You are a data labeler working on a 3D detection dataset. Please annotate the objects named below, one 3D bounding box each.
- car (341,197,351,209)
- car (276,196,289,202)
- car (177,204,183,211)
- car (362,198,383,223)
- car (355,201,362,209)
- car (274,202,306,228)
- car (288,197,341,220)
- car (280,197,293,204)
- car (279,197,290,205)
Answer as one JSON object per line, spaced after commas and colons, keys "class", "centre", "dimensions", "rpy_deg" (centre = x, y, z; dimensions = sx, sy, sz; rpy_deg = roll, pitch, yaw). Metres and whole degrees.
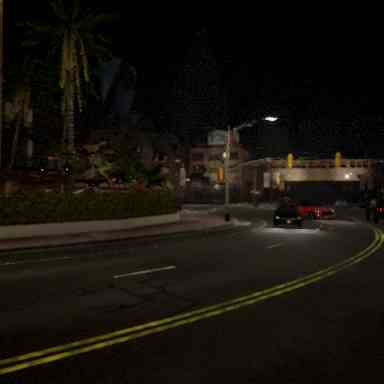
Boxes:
{"class": "car", "centre": [25.847, 2.095, 57.604], "dimensions": [1.812, 1.442, 4.674], "rpy_deg": [0, 0, 18]}
{"class": "car", "centre": [19.614, 2.074, 70.868], "dimensions": [2.097, 1.535, 5.008], "rpy_deg": [0, 0, 18]}
{"class": "car", "centre": [-3.407, 1.748, 42.329], "dimensions": [4.674, 1.442, 1.812], "rpy_deg": [0, 0, 19]}
{"class": "car", "centre": [16.272, 1.531, 28.234], "dimensions": [2.150, 2.045, 5.566], "rpy_deg": [0, 0, 19]}
{"class": "car", "centre": [28.411, 2.135, 54.155], "dimensions": [1.994, 1.385, 4.181], "rpy_deg": [0, 0, 18]}
{"class": "car", "centre": [6.994, 1.731, 24.355], "dimensions": [1.812, 1.442, 4.674], "rpy_deg": [1, 0, 14]}
{"class": "car", "centre": [11.523, 1.641, 31.707], "dimensions": [2.097, 1.767, 4.553], "rpy_deg": [0, 0, -13]}
{"class": "car", "centre": [24.788, 2.218, 87.272], "dimensions": [2.231, 1.521, 4.892], "rpy_deg": [0, 0, 28]}
{"class": "car", "centre": [21.452, 2.001, 77.027], "dimensions": [2.185, 1.767, 4.553], "rpy_deg": [0, 0, 18]}
